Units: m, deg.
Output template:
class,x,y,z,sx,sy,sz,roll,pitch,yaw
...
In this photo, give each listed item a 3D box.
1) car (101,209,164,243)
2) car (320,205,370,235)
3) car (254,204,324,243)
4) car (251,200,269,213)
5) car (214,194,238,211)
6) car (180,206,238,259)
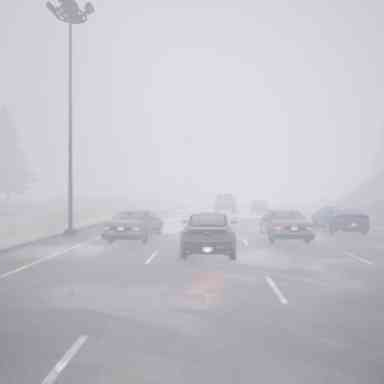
class,x,y,z,sx,sy,sz,roll,pitch,yaw
car,-2.642,1.523,15.861,2.033,1.411,5.357,0,0,5
car,8.220,1.463,18.829,1.882,1.535,5.008,0,0,6
car,4.391,1.531,16.036,2.033,1.411,5.357,0,0,5
car,7.530,1.524,36.913,1.994,1.385,4.181,0,0,12
car,3.679,1.179,35.667,2.150,2.045,5.566,0,0,11
car,0.635,1.489,12.493,1.837,1.490,4.892,0,0,4
